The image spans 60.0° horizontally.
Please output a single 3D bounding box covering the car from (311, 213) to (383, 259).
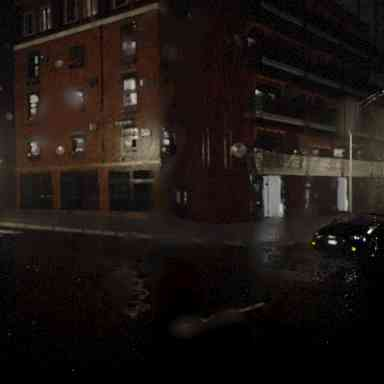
[{"bbox_3d":[6.307,1.486,12.369,4.181,1.385,1.994,0,0,-37],"label":"car"}]
